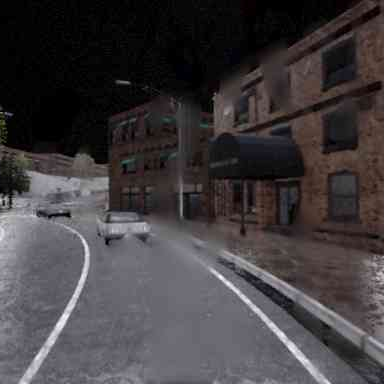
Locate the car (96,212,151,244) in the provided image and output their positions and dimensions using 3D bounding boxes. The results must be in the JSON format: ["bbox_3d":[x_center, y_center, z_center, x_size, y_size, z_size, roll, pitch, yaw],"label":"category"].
[{"bbox_3d":[-3.431,1.592,15.852,1.895,1.301,4.718,0,0,-22],"label":"car"}]

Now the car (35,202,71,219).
[{"bbox_3d":[-12.336,1.603,29.419,1.994,1.385,4.181,0,-1,-41],"label":"car"}]
